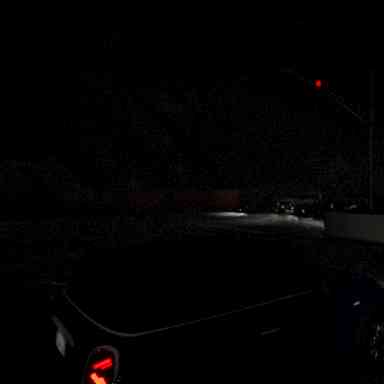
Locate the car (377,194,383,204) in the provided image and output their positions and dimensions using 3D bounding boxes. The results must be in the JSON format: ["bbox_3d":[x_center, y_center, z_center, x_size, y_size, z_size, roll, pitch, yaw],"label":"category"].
[{"bbox_3d":[31.237,1.130,52.224,4.902,1.511,2.128,0,0,-38],"label":"car"}]

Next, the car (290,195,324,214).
[{"bbox_3d":[11.296,1.321,29.209,4.902,1.511,2.128,0,0,-35],"label":"car"}]

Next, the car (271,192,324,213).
[{"bbox_3d":[10.896,1.039,33.195,5.566,2.045,2.150,0,0,-35],"label":"car"}]

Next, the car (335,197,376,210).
[{"bbox_3d":[19.348,1.297,39.161,5.357,1.411,2.033,0,0,-35],"label":"car"}]

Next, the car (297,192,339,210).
[{"bbox_3d":[15.476,0.987,40.698,5.566,2.045,2.150,0,0,-35],"label":"car"}]

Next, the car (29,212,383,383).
[{"bbox_3d":[0.577,1.335,4.156,4.553,1.767,2.097,0,0,-35],"label":"car"}]

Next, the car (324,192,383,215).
[{"bbox_3d":[13.208,1.051,26.296,5.566,2.045,2.150,0,0,-36],"label":"car"}]

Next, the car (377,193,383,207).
[{"bbox_3d":[27.094,1.040,44.686,4.553,1.767,2.097,0,0,-35],"label":"car"}]

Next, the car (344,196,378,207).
[{"bbox_3d":[23.712,1.247,46.574,5.357,1.411,2.033,0,0,-35],"label":"car"}]

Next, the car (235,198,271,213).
[{"bbox_3d":[6.983,1.381,34.724,5.357,1.411,2.033,0,0,-35],"label":"car"}]
